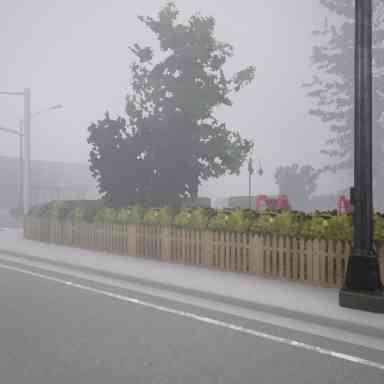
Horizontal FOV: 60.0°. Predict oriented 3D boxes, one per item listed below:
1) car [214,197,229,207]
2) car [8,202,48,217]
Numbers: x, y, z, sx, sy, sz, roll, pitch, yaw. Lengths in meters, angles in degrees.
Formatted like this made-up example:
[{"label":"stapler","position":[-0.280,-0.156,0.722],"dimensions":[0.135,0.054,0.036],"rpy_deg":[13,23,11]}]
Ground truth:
[{"label":"car","position":[5.302,1.491,51.160],"dimensions":[2.128,1.511,4.902],"rpy_deg":[0,0,36]},{"label":"car","position":[-13.989,1.601,30.301],"dimensions":[1.895,1.301,4.718],"rpy_deg":[0,0,35]}]
